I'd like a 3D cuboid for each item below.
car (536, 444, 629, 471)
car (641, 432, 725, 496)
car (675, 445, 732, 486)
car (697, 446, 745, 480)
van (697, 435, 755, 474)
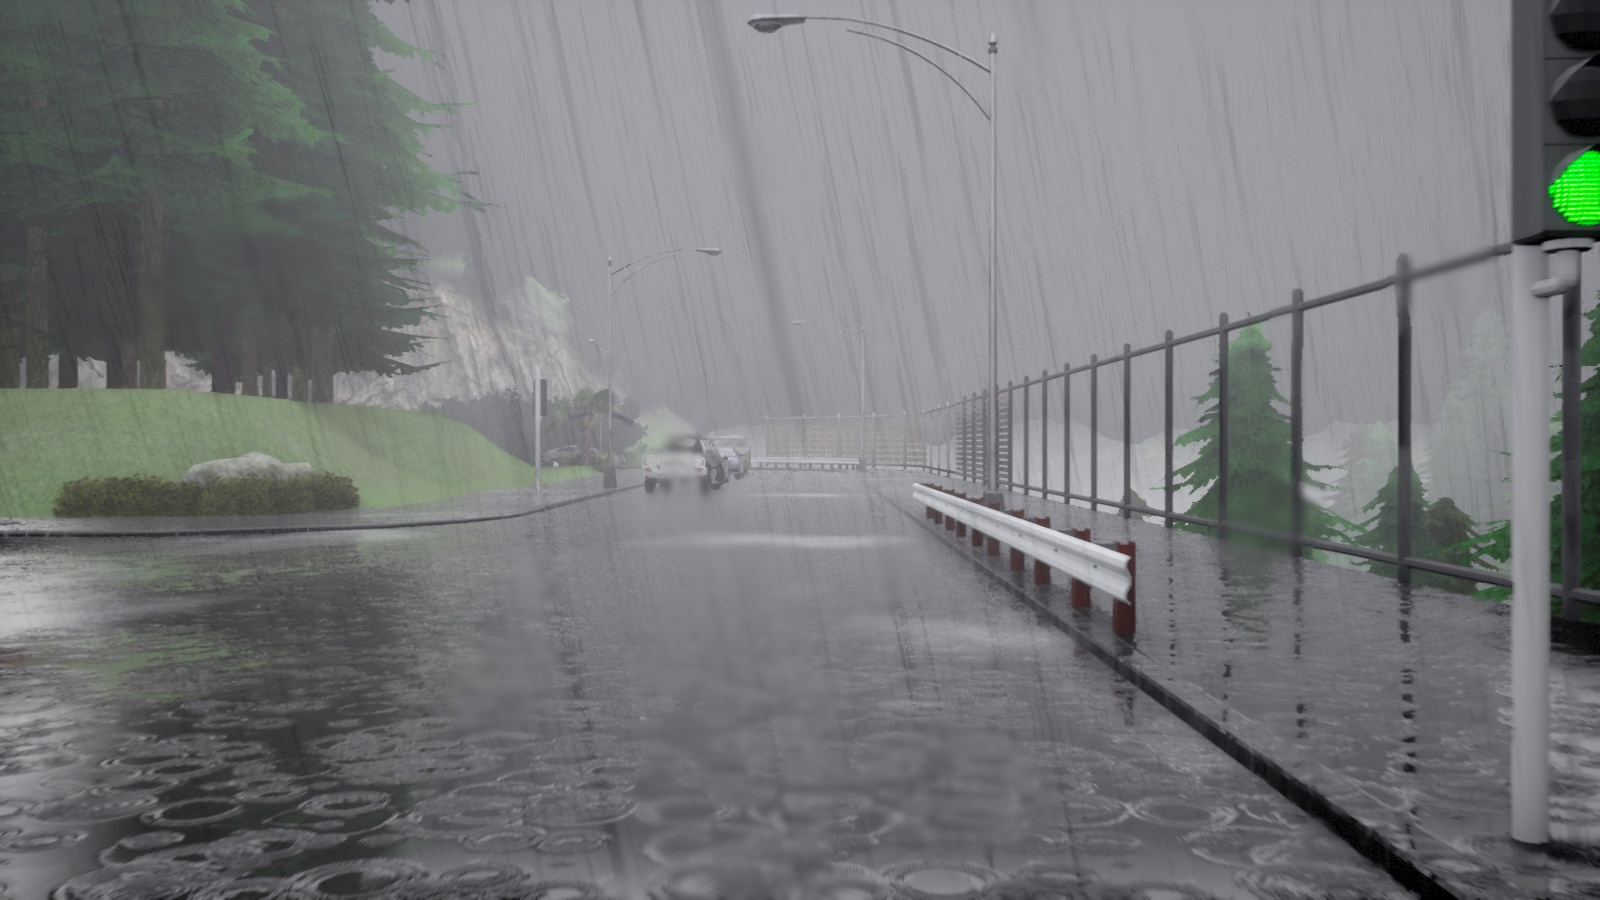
[{"bbox_3d":[-12.404,0.398,71.875,4.902,1.511,2.128,0,0,1],"label":"car"},{"bbox_3d":[-3.568,0.400,39.173,1.932,1.855,4.605,0,0,3],"label":"car"},{"bbox_3d":[-3.593,0.563,47.409,1.845,1.501,3.633,0,0,0],"label":"car"},{"bbox_3d":[-3.495,0.539,56.276,1.812,1.442,4.674,0,0,1],"label":"car"},{"bbox_3d":[-3.932,0.227,65.851,1.775,1.987,4.442,0,0,-21],"label":"van"}]
